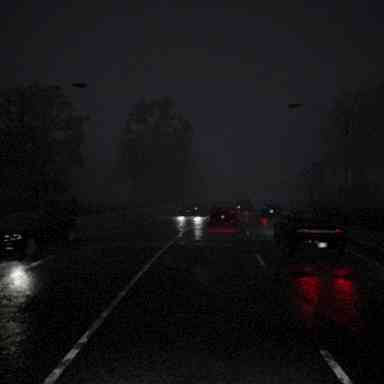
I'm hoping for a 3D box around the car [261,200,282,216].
[{"bbox_3d":[7.368,1.471,30.946,1.812,1.442,4.674,0,0,13],"label":"car"}]

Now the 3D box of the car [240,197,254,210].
[{"bbox_3d":[6.632,1.406,41.827,2.128,1.511,4.902,0,0,16],"label":"car"}]

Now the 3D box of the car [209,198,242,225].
[{"bbox_3d":[2.369,1.425,23.817,1.882,1.535,5.008,0,0,9],"label":"car"}]

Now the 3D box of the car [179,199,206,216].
[{"bbox_3d":[0.121,1.446,31.563,1.812,1.442,4.674,0,0,13],"label":"car"}]

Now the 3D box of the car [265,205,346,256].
[{"bbox_3d":[4.394,1.470,13.036,2.128,1.511,4.902,0,0,5],"label":"car"}]

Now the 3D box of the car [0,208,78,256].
[{"bbox_3d":[-6.326,1.430,13.158,1.882,1.535,5.008,0,0,6],"label":"car"}]
